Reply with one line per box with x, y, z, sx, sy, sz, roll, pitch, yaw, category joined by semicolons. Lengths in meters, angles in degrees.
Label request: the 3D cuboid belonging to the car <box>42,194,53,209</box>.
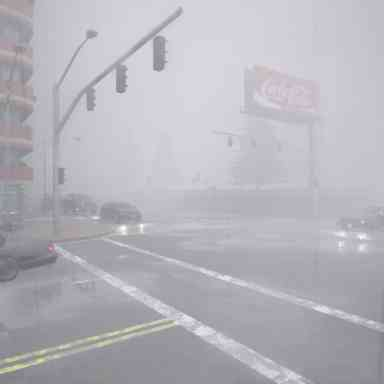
-17.768;1.221;42.758;2.150;2.045;5.566;0;0;-35;car

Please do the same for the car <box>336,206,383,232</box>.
11.171;1.548;20.530;5.357;1.411;2.033;0;0;-35;car

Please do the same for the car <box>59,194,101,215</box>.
-11.612;1.221;34.185;2.150;2.045;5.566;0;0;-36;car

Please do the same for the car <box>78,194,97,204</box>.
-20.366;1.352;64.663;2.097;1.767;4.553;0;0;-36;car

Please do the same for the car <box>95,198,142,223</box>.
-5.616;1.505;25.848;1.837;1.490;4.892;0;0;-36;car

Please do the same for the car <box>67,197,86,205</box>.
-20.521;1.564;58.887;1.994;1.385;4.181;0;0;-36;car

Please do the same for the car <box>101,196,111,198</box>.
-14.984;1.478;57.183;1.882;1.535;5.008;0;0;-36;car

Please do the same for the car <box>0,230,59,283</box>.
-6.212;1.547;8.160;5.357;1.411;2.033;0;0;-35;car
